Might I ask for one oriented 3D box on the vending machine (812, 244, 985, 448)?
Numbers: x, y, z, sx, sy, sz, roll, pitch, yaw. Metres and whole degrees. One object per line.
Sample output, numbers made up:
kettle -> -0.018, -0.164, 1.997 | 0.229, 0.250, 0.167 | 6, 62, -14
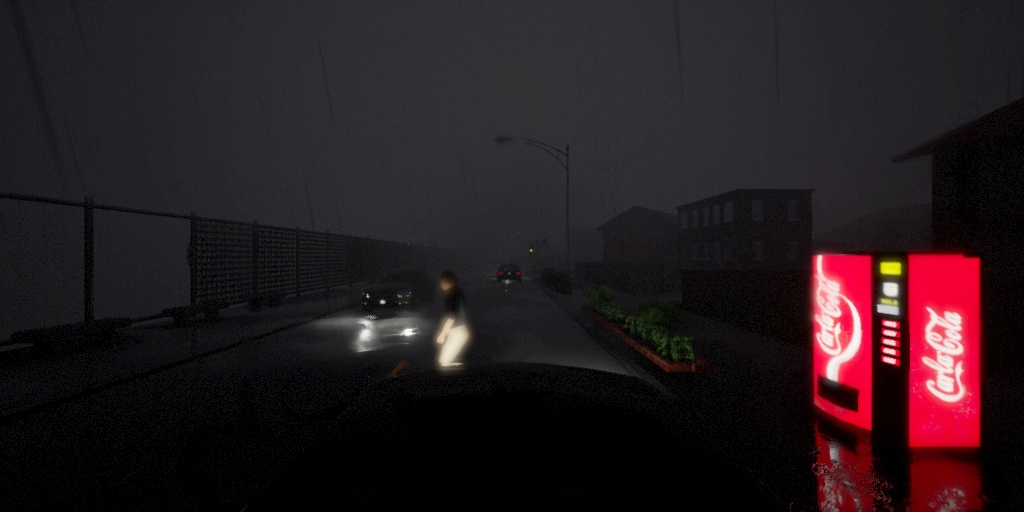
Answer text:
vending machine -> 4.275, 0.945, 4.088 | 1.100, 2.100, 0.880 | 0, 0, -1

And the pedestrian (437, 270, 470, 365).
pedestrian -> -0.809, 1.043, 5.079 | 0.375, 1.860, 0.375 | 0, 0, -1

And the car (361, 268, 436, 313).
car -> -4.243, 1.253, 14.104 | 1.837, 1.490, 4.892 | 0, 0, -1

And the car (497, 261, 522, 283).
car -> -0.217, 1.294, 28.179 | 2.033, 1.411, 5.357 | 0, 0, 0
